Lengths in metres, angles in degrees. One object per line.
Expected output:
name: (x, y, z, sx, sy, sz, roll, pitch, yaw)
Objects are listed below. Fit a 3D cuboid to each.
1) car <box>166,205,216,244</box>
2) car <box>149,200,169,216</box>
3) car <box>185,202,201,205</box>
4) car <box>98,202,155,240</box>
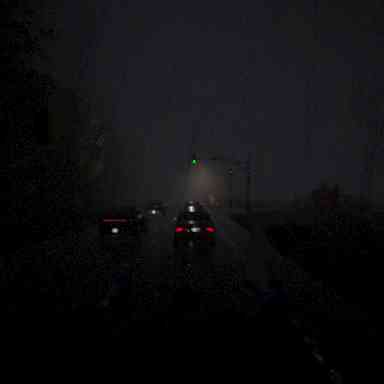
car: (0.095, 1.545, 15.738, 2.033, 1.411, 5.357, 0, 0, 0)
car: (-3.406, 1.499, 32.001, 1.837, 1.490, 4.892, 0, 0, 0)
car: (0.094, 1.542, 28.580, 2.033, 1.411, 5.357, 0, 0, 0)
car: (-3.403, 1.488, 17.132, 2.128, 1.511, 4.902, 0, 0, 0)
